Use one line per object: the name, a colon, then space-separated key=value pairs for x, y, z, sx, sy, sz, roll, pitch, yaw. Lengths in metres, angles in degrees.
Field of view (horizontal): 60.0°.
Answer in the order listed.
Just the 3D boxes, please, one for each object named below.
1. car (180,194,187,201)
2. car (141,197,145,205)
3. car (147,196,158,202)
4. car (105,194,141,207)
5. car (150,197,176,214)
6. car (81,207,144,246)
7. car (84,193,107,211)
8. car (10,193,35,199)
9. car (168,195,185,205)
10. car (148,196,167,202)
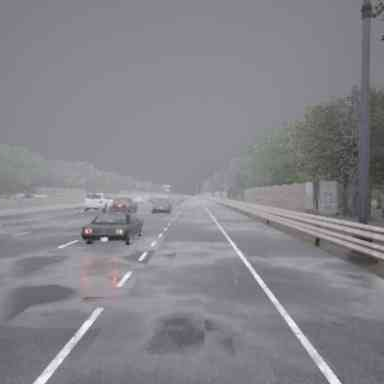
car: x=-2.831 y=1.913 z=83.009 sx=1.812 sy=1.442 sz=4.674 roll=1 pitch=0 yaw=0
car: x=-10.000 y=1.598 z=62.965 sx=1.812 sy=1.442 sz=4.674 roll=1 pitch=0 yaw=0
car: x=-9.830 y=1.786 z=83.072 sx=2.033 sy=1.411 sz=5.357 roll=1 pitch=0 yaw=0
car: x=-6.753 y=1.326 z=33.198 sx=2.097 sy=1.767 sz=4.553 roll=1 pitch=0 yaw=0
car: x=-3.227 y=1.624 z=36.811 sx=1.994 sy=1.385 sz=4.181 roll=1 pitch=0 yaw=0
car: x=-3.415 y=1.582 z=15.249 sx=1.895 sy=1.301 sz=4.718 roll=1 pitch=0 yaw=1
car: x=-10.217 y=1.139 z=36.936 sx=2.150 sy=2.045 sz=5.566 roll=1 pitch=0 yaw=1
car: x=-24.126 y=0.924 z=47.431 sx=1.812 sy=1.442 sz=4.674 roll=1 pitch=0 yaw=0
car: x=-3.004 y=1.762 z=62.902 sx=2.033 sy=1.411 sz=5.357 roll=1 pitch=0 yaw=0
car: x=-6.501 y=1.635 z=62.942 sx=2.128 sy=1.511 sz=4.902 roll=1 pitch=0 yaw=1
